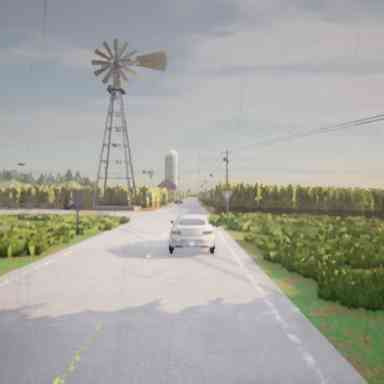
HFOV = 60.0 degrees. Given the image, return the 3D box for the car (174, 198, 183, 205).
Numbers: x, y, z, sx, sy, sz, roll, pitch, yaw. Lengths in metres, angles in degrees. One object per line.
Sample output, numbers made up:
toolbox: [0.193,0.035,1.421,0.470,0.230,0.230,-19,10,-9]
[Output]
car: [-3.226,2.239,79.802,1.882,1.535,5.008,0,-1,0]

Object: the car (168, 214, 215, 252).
car: [0.000,1.664,14.396,1.812,1.442,4.674,0,0,0]

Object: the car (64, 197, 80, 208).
car: [-17.237,1.673,47.805,1.905,1.878,3.866,0,-1,-31]
